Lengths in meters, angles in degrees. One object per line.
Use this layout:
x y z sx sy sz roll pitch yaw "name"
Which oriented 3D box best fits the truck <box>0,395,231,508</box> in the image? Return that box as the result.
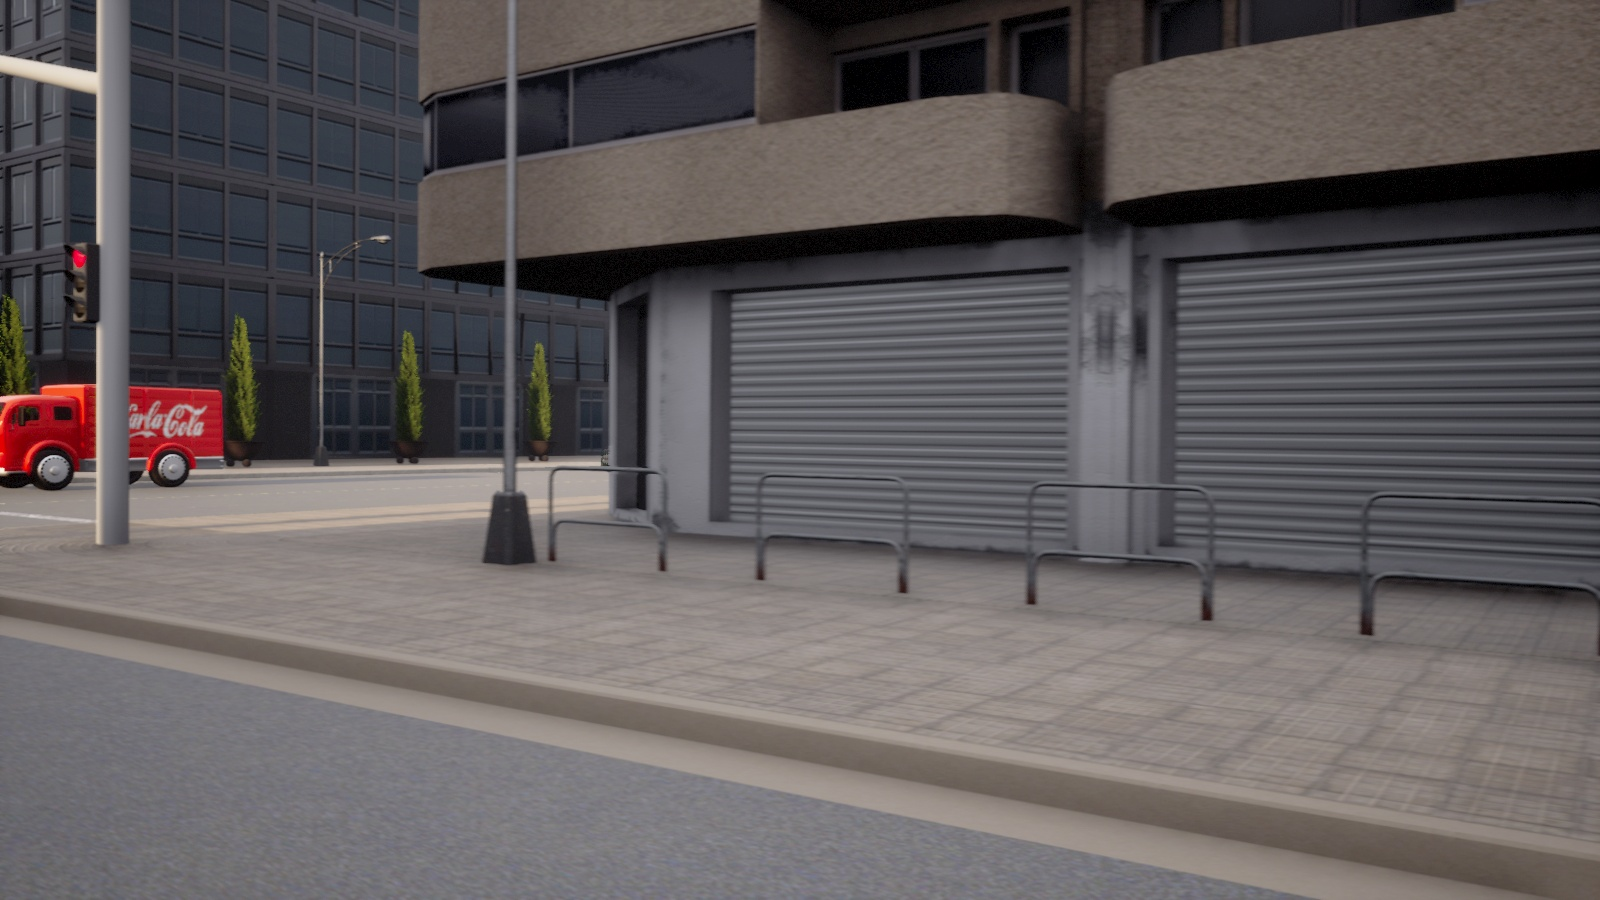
-16.916 -0.016 30.257 2.627 2.467 5.204 0 1 34 "truck"
